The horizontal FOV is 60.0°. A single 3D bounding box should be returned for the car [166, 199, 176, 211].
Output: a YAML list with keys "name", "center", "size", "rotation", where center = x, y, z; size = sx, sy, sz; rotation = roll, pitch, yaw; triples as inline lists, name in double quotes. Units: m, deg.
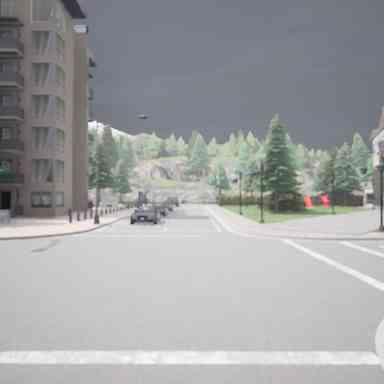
- name: "car"
  center: [-3.566, 1.988, 45.530]
  size: [1.895, 1.301, 4.718]
  rotation: [0, 0, 0]

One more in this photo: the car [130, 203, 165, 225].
- name: "car"
  center: [-3.572, 1.787, 26.191]
  size: [1.994, 1.385, 4.181]
  rotation: [0, 0, 1]

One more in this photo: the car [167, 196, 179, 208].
- name: "car"
  center: [-3.484, 1.737, 60.185]
  size: [2.150, 2.045, 5.566]
  rotation: [0, -1, 0]

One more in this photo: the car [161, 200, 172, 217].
- name: "car"
  center: [-3.582, 1.850, 35.522]
  size: [2.033, 1.411, 5.357]
  rotation: [0, 0, 0]
